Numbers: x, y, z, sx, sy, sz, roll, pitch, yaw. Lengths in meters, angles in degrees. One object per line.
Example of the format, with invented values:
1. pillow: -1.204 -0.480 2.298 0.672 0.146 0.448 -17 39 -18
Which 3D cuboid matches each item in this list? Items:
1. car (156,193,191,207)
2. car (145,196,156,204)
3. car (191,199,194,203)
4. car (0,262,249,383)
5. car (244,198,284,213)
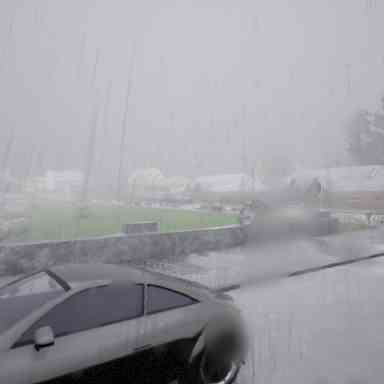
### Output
1. car: -2.943 1.222 52.256 2.150 2.045 5.566 0 0 -35
2. car: -7.606 1.478 65.827 1.882 1.535 5.008 0 0 -35
3. car: -1.684 1.478 57.590 1.882 1.535 5.008 0 0 -35
4. car: -1.369 1.564 3.630 4.181 1.385 1.994 0 0 -35
5. car: 7.932 1.503 36.937 1.837 1.490 4.892 0 1 -35
